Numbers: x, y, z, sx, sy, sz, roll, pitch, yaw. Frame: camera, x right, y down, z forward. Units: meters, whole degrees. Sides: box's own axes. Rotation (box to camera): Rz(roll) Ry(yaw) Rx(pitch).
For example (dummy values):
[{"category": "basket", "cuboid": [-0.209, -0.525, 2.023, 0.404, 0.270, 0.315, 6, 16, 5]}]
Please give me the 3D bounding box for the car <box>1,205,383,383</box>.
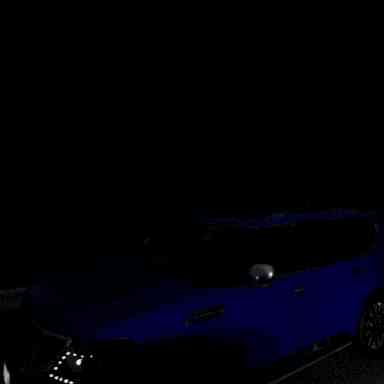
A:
[{"category": "car", "cuboid": [0.662, 1.234, 4.467, 5.566, 2.045, 2.150, 0, 0, -36]}]
